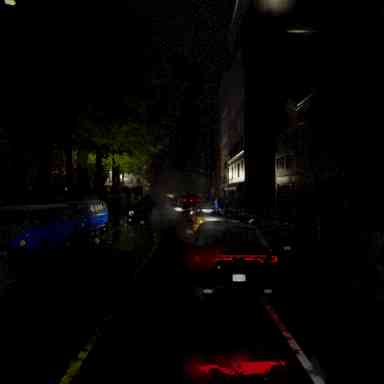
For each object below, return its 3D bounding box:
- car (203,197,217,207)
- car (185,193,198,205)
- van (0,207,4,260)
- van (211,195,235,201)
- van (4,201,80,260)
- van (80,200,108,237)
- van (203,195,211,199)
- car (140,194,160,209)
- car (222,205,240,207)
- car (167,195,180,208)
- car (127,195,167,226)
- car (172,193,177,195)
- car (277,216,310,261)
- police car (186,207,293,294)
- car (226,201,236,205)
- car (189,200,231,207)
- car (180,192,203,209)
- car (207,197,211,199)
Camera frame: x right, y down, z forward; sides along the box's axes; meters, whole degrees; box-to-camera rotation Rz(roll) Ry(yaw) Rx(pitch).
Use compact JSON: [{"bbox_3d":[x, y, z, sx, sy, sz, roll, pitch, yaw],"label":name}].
[{"bbox_3d":[2.792,1.518,51.776,1.947,1.339,4.313,0,0,0],"label":"car"},{"bbox_3d":[-0.074,1.160,59.370,2.150,2.045,5.566,0,0,0],"label":"car"},{"bbox_3d":[-5.678,1.340,6.459,1.690,1.788,3.998,0,0,0],"label":"van"},{"bbox_3d":[2.819,1.324,29.134,1.690,1.788,3.998,0,0,0],"label":"van"},{"bbox_3d":[-5.686,1.338,12.117,1.690,1.788,3.998,0,0,0],"label":"van"},{"bbox_3d":[-5.692,1.334,17.775,1.690,1.788,3.998,0,0,0],"label":"van"},{"bbox_3d":[2.798,1.303,46.115,1.690,1.788,3.998,0,0,0],"label":"van"},{"bbox_3d":[-5.726,1.276,46.064,2.192,1.841,5.009,0,0,0],"label":"car"},{"bbox_3d":[2.834,1.575,17.813,1.802,1.307,4.206,0,0,0],"label":"car"},{"bbox_3d":[-3.058,1.484,48.200,1.812,1.442,4.674,0,0,0],"label":"car"},{"bbox_3d":[-3.128,1.341,23.214,2.097,1.767,4.553,0,0,0],"label":"car"},{"bbox_3d":[-5.781,1.403,89.583,1.752,1.417,4.829,0,0,0],"label":"car"},{"bbox_3d":[2.841,1.541,12.153,1.887,1.381,4.507,0,0,0],"label":"car"},{"bbox_3d":[0.889,1.423,8.893,1.930,1.638,5.238,0,0,0],"label":"police car"},{"bbox_3d":[2.826,1.571,23.474,1.802,1.307,4.206,0,0,0],"label":"car"},{"bbox_3d":[0.876,1.448,18.973,1.801,1.575,5.366,0,0,0],"label":"car"},{"bbox_3d":[-0.053,1.185,44.775,2.150,2.045,5.566,0,0,0],"label":"car"},{"bbox_3d":[2.813,1.522,34.795,1.887,1.381,4.507,0,0,0],"label":"car"}]
